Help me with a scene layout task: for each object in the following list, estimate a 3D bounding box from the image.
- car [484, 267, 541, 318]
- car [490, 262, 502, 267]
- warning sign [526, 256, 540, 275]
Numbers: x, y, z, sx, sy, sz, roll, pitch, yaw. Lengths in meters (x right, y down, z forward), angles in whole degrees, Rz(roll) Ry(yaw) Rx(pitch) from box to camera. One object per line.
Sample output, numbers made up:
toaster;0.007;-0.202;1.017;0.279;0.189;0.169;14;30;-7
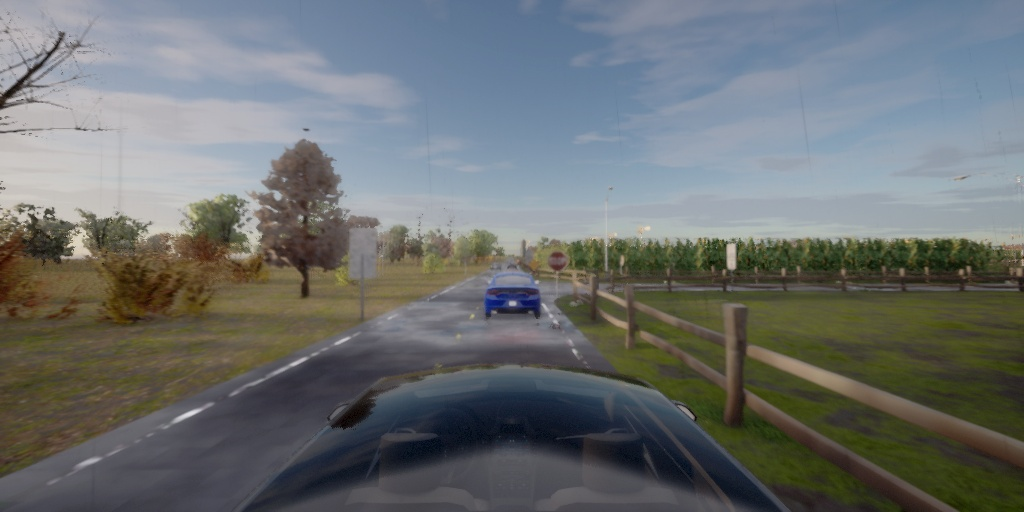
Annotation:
car;0.043;1.344;13.604;1.882;1.535;5.008;0;-1;0
car;-2.767;1.786;62.429;2.128;1.511;4.902;0;0;1
warning sign;2.462;1.221;39.993;1.300;1.860;1.060;0;0;0
